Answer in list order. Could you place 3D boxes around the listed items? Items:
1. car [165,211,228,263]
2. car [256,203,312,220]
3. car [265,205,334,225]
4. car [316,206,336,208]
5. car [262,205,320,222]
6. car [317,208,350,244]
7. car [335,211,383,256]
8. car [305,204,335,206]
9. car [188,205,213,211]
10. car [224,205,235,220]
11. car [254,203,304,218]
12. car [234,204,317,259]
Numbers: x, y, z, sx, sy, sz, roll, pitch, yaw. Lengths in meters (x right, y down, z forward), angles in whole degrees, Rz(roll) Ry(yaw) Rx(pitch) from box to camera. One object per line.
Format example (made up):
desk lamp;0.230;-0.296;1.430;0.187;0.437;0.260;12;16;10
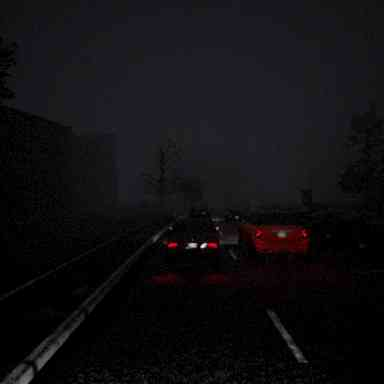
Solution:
car;0.072;1.682;12.540;2.033;1.411;5.357;0;-1;1
car;9.050;1.926;32.779;4.892;1.521;2.231;1;-1;-15
car;8.643;1.830;26.885;5.008;1.535;2.097;1;-1;-16
car;8.234;1.699;18.039;4.892;1.521;2.231;1;-1;-18
car;8.841;1.918;29.828;4.674;1.452;2.002;1;-1;-15
car;8.153;1.657;15.084;4.892;1.521;2.231;1;-1;-18
car;8.098;1.618;12.126;4.892;1.521;2.231;1;-1;-19
car;8.518;1.660;23.946;4.553;1.767;2.185;1;-1;-17
car;0.733;1.852;28.663;1.837;1.490;4.892;0;0;4
car;3.760;1.887;28.894;1.812;1.442;4.674;0;-1;4
car;9.334;2.006;35.731;4.792;1.488;2.163;1;-1;-15
car;3.107;1.499;13.398;2.097;1.767;4.553;0;-1;2
